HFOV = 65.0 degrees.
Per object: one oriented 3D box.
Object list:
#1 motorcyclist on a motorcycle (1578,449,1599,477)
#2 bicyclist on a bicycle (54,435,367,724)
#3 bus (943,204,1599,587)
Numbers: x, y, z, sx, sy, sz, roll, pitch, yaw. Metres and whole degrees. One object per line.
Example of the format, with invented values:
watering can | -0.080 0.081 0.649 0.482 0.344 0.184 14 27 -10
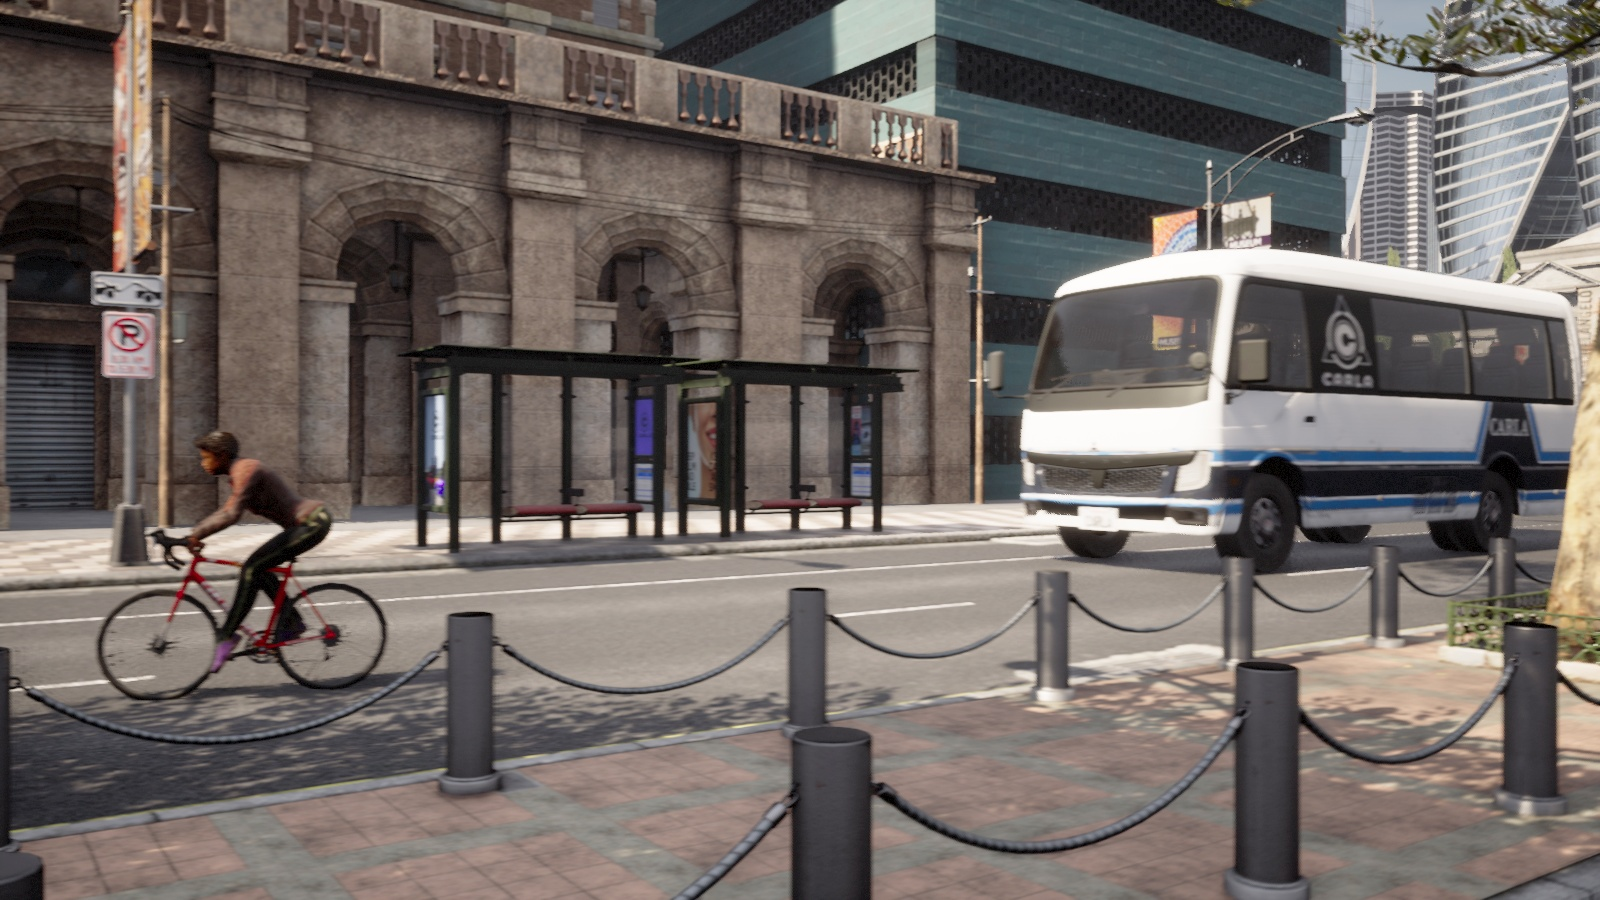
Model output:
motorcyclist on a motorcycle | 47.639 0.777 74.595 0.766 1.649 2.350 0 0 -35
bicyclist on a bicycle | -3.520 0.724 7.623 1.656 1.620 0.582 0 0 -21
bus | 7.309 -0.602 18.499 10.273 4.253 3.944 0 0 -35
